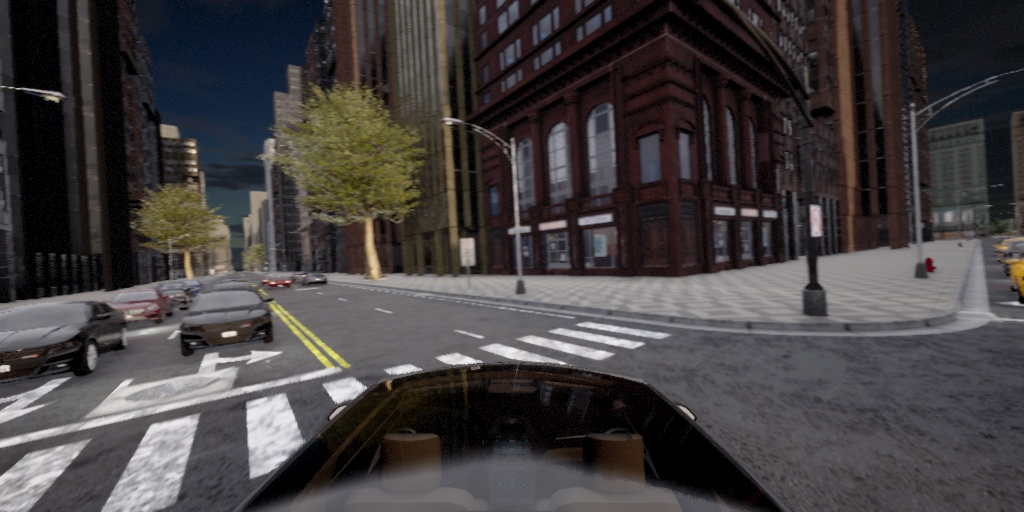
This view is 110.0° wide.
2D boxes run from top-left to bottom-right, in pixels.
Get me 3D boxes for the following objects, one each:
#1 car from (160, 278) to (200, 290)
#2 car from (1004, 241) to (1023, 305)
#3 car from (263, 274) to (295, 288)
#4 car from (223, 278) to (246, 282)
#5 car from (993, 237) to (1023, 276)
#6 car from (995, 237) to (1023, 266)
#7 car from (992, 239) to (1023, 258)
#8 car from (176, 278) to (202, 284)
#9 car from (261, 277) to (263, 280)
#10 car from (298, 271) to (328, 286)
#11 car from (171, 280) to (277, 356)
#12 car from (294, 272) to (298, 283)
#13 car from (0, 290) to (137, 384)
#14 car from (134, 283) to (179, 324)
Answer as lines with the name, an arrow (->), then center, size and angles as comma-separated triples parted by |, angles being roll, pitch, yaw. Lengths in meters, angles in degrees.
car -> -21.900, 2.451, 23.061 | 2.128, 1.511, 4.902 | -3, 0, -37
car -> 15.342, 0.429, 9.845 | 5.008, 1.535, 1.882 | -3, 0, -37
car -> -23.654, 2.641, 36.301 | 1.895, 1.301, 4.718 | -3, 0, -37
car -> -14.352, 2.041, 18.508 | 1.837, 1.490, 4.892 | -3, 0, -37
car -> 22.719, 0.067, 15.484 | 4.902, 1.511, 2.128 | -3, 0, -37
car -> 30.591, -0.345, 21.449 | 5.008, 1.535, 1.882 | -3, 0, -37
car -> 38.462, -0.616, 27.491 | 4.718, 1.301, 1.895 | -3, 0, -37
car -> -28.089, 2.826, 31.234 | 1.812, 1.442, 4.674 | -3, 0, -37
car -> -30.255, 3.006, 44.880 | 1.895, 1.301, 4.718 | -3, 0, -37
car -> -21.345, 2.469, 38.716 | 1.994, 1.385, 4.181 | -3, 0, -38
car -> -8.297, 1.681, 10.571 | 1.882, 1.535, 5.008 | -3, 0, -37
car -> -27.759, 2.752, 47.062 | 2.128, 1.511, 4.902 | -3, 0, -37
car -> -10.624, 1.817, 8.274 | 1.882, 1.535, 5.008 | -3, 0, -39
car -> -16.250, 2.175, 15.647 | 1.812, 1.442, 4.674 | -3, 0, -37
